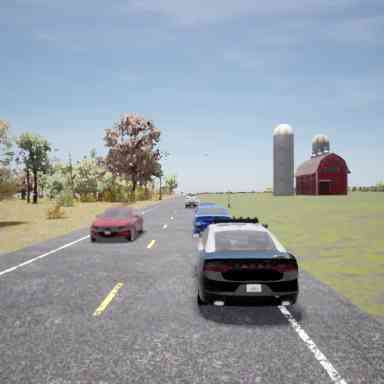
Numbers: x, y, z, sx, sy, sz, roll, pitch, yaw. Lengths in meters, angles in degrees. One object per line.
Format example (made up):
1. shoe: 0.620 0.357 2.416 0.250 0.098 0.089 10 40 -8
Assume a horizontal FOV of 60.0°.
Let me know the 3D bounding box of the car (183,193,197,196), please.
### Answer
1. car: -0.011 1.202 59.451 2.150 2.045 5.566 0 0 0

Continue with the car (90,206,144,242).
1. car: -3.604 1.477 16.715 1.882 1.535 5.008 0 0 0

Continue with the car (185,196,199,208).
1. car: 0.011 1.589 47.509 1.895 1.301 4.718 0 0 1

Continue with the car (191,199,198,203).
1. car: 1.044 1.504 24.108 1.837 1.490 4.892 0 0 0

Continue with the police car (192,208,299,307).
1. police car: 1.048 1.426 8.217 1.930 1.638 5.238 0 0 0

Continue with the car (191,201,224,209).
1. car: 1.046 1.478 18.107 1.882 1.535 5.008 0 0 0
